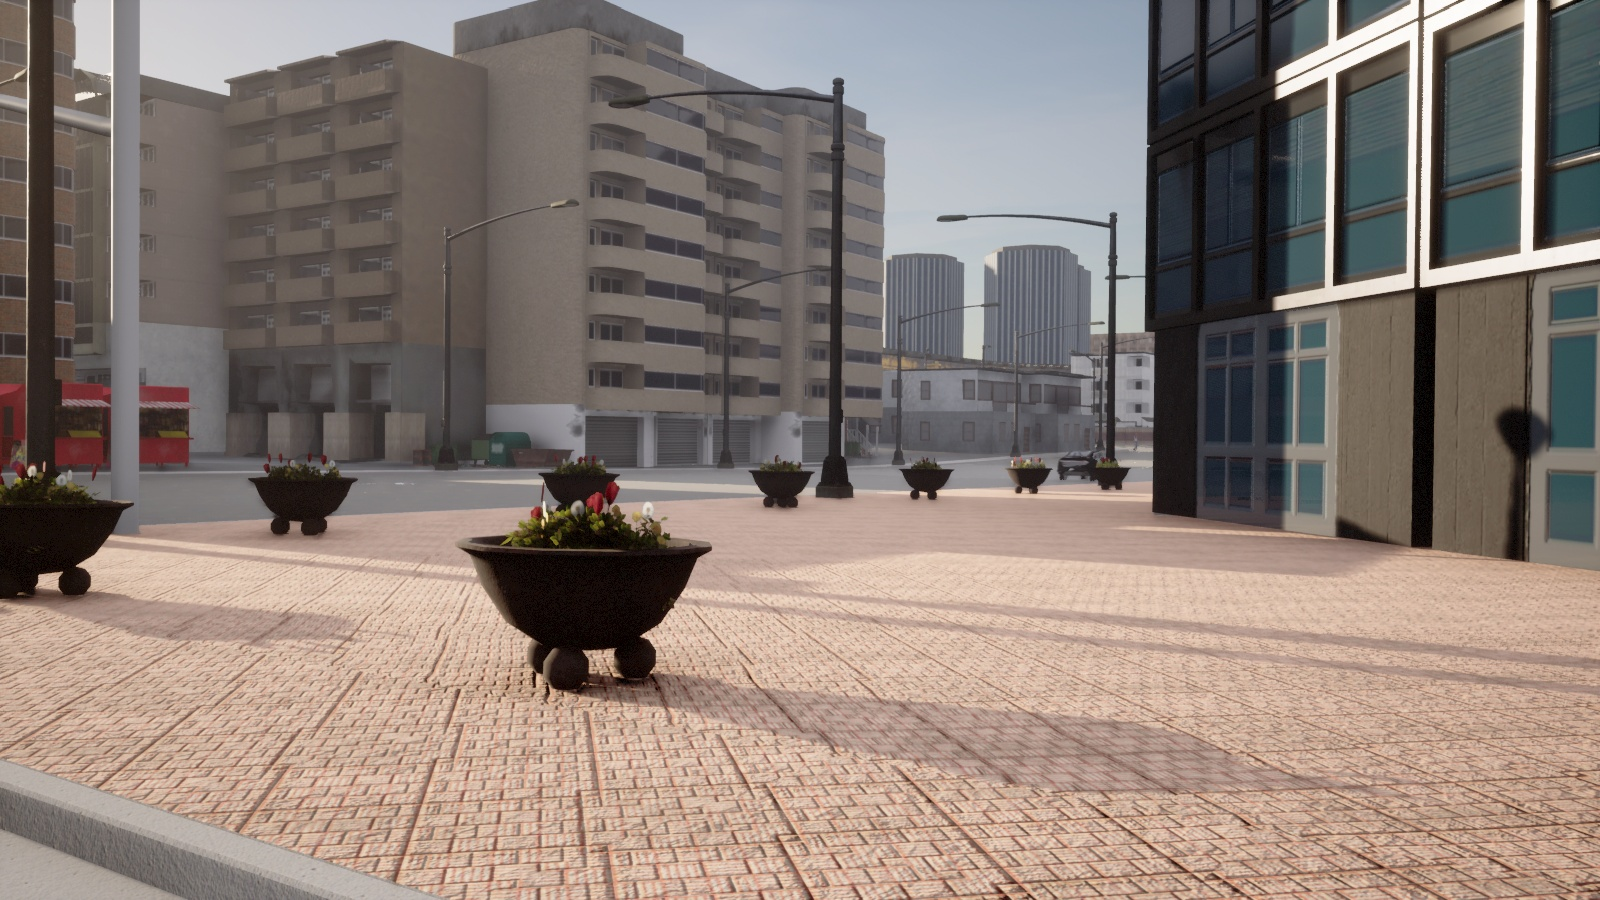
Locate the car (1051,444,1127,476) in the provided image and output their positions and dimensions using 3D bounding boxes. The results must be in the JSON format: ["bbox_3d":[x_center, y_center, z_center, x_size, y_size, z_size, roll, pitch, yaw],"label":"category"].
[{"bbox_3d":[14.604,0.474,63.248,2.128,1.511,4.902,0,0,33],"label":"car"}]
